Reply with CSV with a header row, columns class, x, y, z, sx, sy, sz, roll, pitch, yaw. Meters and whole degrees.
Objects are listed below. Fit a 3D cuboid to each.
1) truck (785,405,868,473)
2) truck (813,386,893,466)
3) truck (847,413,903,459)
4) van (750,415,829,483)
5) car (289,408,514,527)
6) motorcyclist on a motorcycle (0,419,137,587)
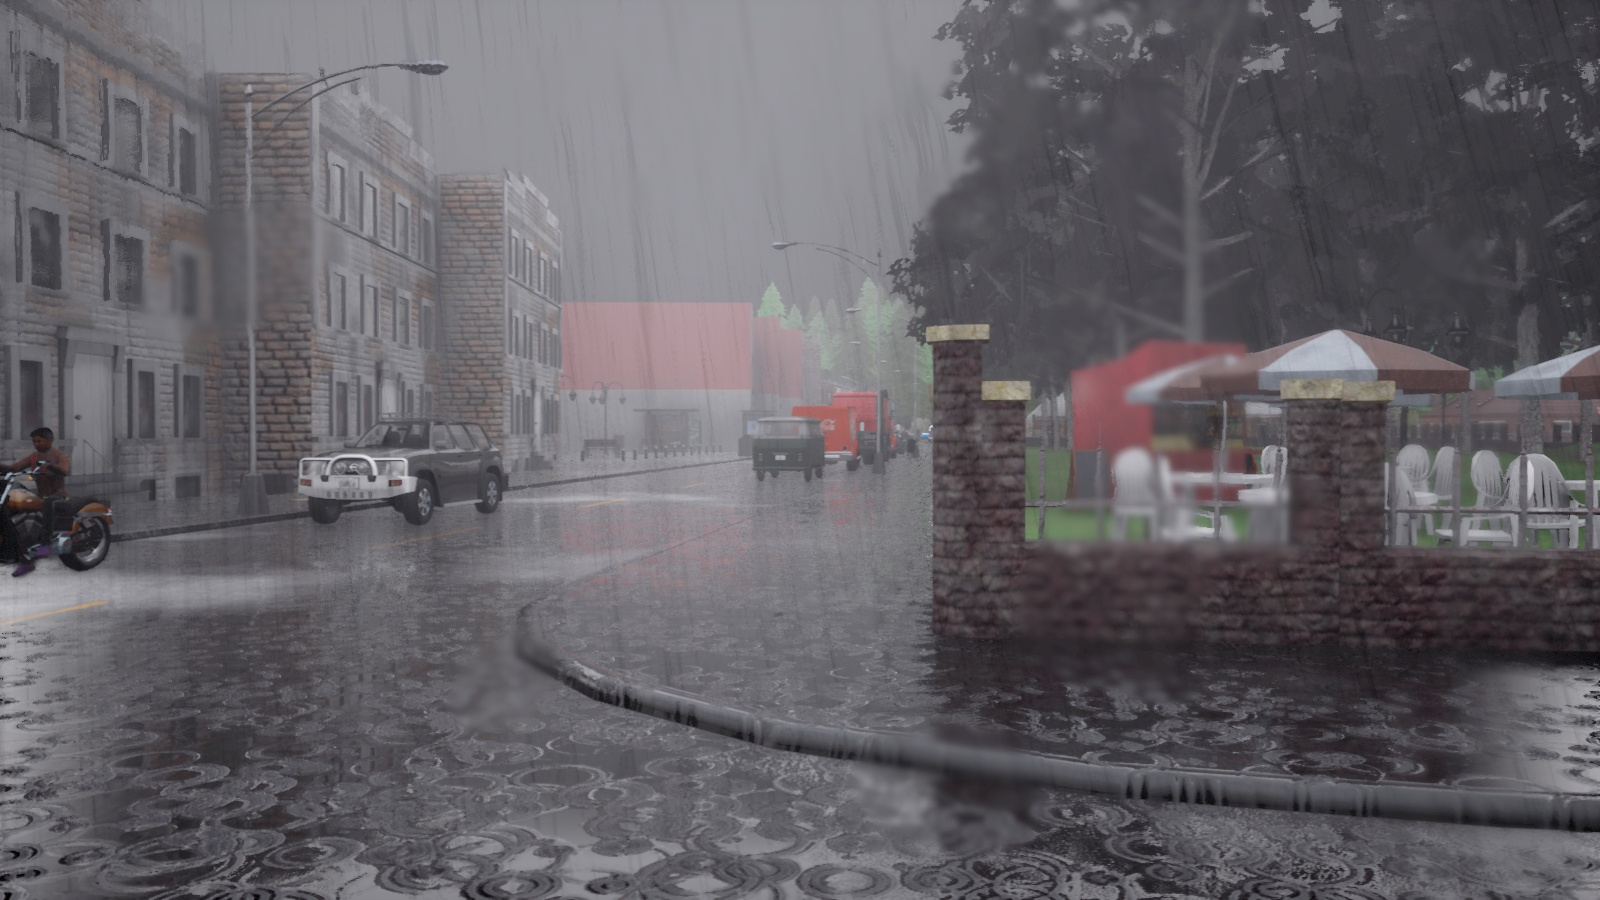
class,x,y,z,sx,sy,sz,roll,pitch,yaw
truck,1.103,-0.458,48.576,2.627,2.467,5.204,0,1,8
truck,2.613,-1.113,58.866,2.891,3.462,7.936,1,1,8
truck,4.193,-0.785,69.567,2.627,2.467,5.204,1,1,8
van,-0.268,-0.074,39.310,1.775,1.987,4.442,1,1,8
car,-6.832,0.232,22.122,1.932,1.855,4.605,1,1,9
motorcyclist on a motorcycle,-8.136,0.504,13.249,0.766,1.649,2.350,1,1,8
